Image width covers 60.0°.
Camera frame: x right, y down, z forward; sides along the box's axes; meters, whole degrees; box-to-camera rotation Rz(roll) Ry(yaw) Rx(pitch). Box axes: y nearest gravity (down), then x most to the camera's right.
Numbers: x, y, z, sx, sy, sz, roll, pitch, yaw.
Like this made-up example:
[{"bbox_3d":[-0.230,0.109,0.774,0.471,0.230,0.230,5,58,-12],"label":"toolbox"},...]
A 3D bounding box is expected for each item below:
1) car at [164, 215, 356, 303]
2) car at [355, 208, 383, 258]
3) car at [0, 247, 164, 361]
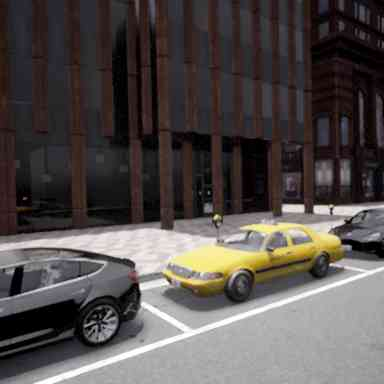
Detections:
[{"bbox_3d":[1.646,1.357,7.825,4.829,1.417,1.752,-2,1,-35],"label":"car"},{"bbox_3d":[6.372,1.229,11.197,4.313,1.339,1.947,-2,1,-35],"label":"car"},{"bbox_3d":[-2.800,1.556,4.652,4.313,1.339,1.947,-2,1,-35],"label":"car"}]
